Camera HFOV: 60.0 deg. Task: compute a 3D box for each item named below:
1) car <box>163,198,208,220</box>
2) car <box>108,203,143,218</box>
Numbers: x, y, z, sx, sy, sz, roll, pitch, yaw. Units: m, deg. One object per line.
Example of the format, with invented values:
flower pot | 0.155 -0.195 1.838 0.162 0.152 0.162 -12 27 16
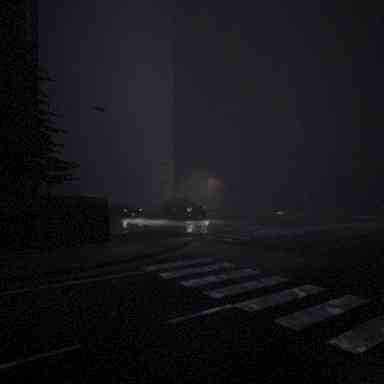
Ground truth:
car | -0.657 1.396 28.702 2.097 1.767 4.553 0 0 -36
car | -6.356 1.647 30.660 1.895 1.301 4.718 0 0 -36
